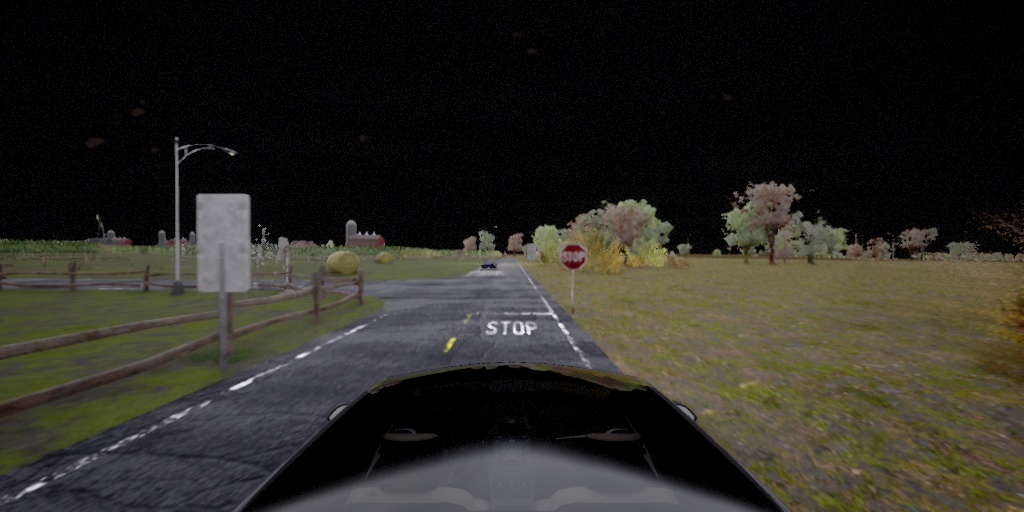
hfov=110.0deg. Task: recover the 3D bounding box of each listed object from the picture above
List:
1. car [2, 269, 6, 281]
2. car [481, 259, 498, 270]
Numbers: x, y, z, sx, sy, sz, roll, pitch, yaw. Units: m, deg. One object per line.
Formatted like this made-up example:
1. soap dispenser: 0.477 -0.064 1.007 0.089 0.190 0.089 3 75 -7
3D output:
1. car: -32.213 0.914 20.482 4.902 1.511 2.128 0 1 -1
2. car: -2.757 1.079 44.406 1.895 1.301 4.718 0 1 0
